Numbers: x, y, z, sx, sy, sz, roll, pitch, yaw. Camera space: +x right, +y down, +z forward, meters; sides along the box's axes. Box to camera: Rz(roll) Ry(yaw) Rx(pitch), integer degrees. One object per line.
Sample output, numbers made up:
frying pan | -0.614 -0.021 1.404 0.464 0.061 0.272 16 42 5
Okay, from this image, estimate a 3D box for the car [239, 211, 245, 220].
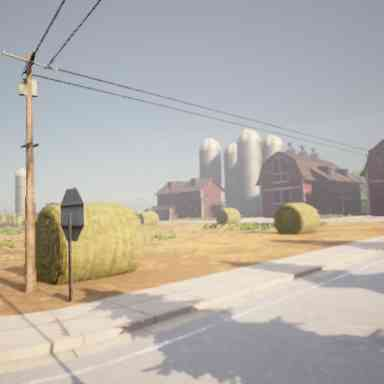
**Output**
car | 10.396 5.503 77.213 3.866 1.878 1.905 -4 2 3
